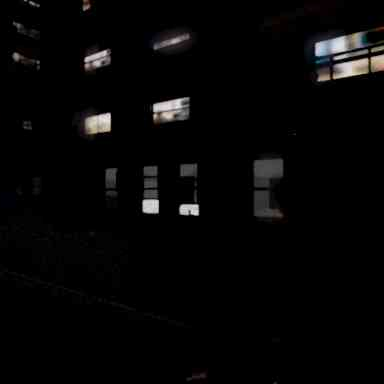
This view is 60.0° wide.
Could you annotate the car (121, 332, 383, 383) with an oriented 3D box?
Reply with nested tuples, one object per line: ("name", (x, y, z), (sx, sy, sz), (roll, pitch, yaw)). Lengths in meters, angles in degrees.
("car", (1.459, 1.549, 1.690), (4.507, 1.381, 1.887), (1, 0, 35))

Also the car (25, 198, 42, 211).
("car", (-14.187, 1.077, 32.677), (1.802, 1.307, 4.206), (1, 1, 35))

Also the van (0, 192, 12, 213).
("van", (-17.436, 0.871, 28.065), (1.690, 1.788, 3.998), (1, 1, 35))
